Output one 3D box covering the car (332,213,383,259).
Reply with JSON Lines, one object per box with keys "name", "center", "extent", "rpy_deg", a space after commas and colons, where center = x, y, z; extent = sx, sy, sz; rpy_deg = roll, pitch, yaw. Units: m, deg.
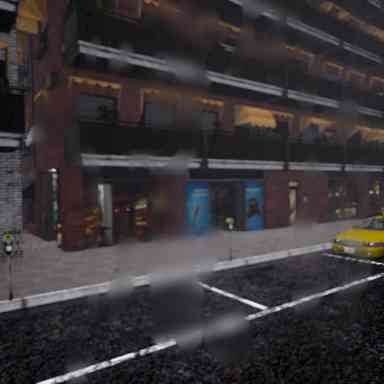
{"name": "car", "center": [6.667, 1.387, 11.338], "extent": [4.829, 1.417, 1.752], "rpy_deg": [-1, 0, -36]}
